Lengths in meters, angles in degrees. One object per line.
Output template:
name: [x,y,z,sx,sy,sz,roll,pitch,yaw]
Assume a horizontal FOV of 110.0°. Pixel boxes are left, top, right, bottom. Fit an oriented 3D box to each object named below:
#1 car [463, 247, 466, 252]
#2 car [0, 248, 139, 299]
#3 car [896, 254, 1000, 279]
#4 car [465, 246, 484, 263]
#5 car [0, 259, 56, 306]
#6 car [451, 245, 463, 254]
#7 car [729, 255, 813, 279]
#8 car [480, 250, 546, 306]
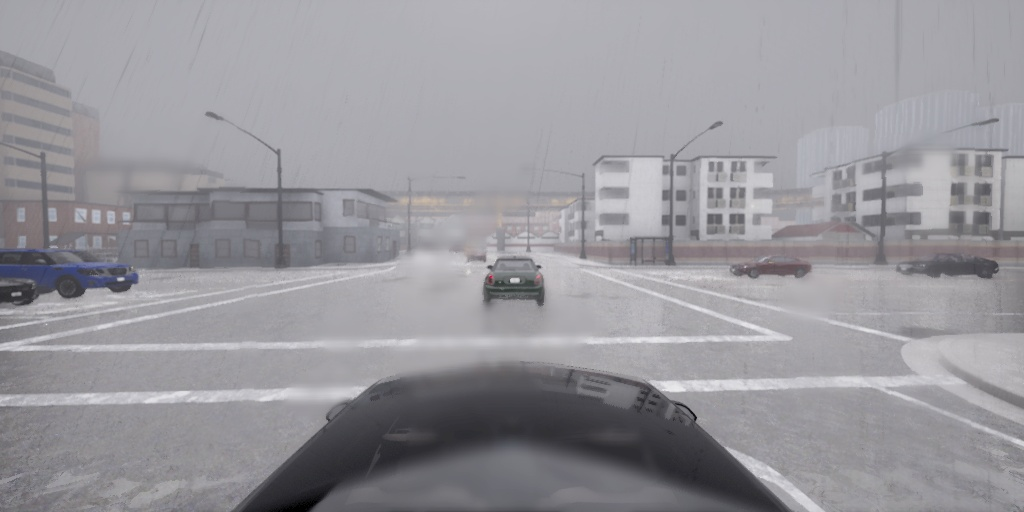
car: [-5.150,-0.647,49.438,1.882,1.535,5.008,0,3,-15]
car: [-19.634,0.688,15.393,5.566,2.045,2.150,-1,2,-1]
car: [27.309,0.627,22.576,4.902,1.511,2.128,0,2,2]
car: [-3.812,-0.148,39.950,1.882,1.535,5.008,0,3,-3]
car: [-19.050,1.040,11.915,5.008,1.535,1.882,-1,2,-1]
car: [-8.704,-1.131,59.103,1.812,1.442,4.674,-1,3,-27]
car: [16.500,0.650,22.918,4.674,1.442,1.812,0,2,1]
car: [0.094,0.765,13.886,2.097,1.767,4.553,0,2,0]
